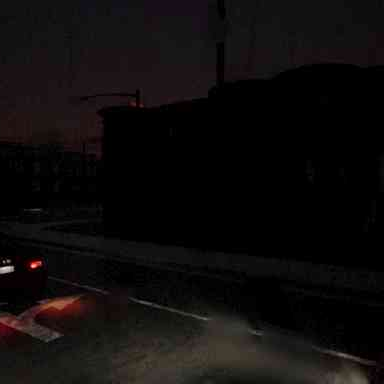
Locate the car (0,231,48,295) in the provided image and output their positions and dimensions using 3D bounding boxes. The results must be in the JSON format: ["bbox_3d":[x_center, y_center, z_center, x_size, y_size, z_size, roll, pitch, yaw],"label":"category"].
[{"bbox_3d":[-5.566,1.547,7.940,5.357,1.411,2.033,0,0,38],"label":"car"}]

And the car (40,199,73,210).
[{"bbox_3d":[-17.892,1.563,44.062,1.994,1.385,4.181,0,0,36],"label":"car"}]

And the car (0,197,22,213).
[{"bbox_3d":[-20.346,1.352,34.589,2.097,1.767,4.553,0,0,35],"label":"car"}]

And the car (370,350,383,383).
[{"bbox_3d":[3.371,1.352,1.588,4.553,1.767,2.097,0,0,36],"label":"car"}]
